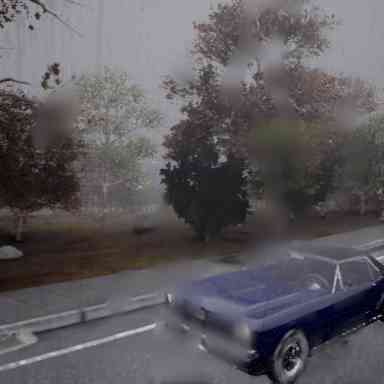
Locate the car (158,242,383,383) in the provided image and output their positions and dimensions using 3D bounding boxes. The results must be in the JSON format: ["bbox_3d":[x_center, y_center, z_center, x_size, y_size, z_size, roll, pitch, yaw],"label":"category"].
[{"bbox_3d":[1.829,1.610,5.526,4.718,1.301,1.895,0,0,-38],"label":"car"}]
